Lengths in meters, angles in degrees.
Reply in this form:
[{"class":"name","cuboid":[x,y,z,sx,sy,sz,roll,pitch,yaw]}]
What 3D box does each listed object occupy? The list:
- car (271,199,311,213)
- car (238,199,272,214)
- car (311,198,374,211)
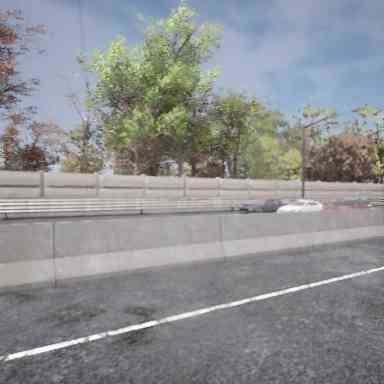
[{"class":"car","cuboid":[8.894,1.372,26.698,4.674,1.442,1.812,0,1,-34]},{"class":"car","cuboid":[6.542,1.346,29.333,5.357,1.411,2.033,0,1,-34]},{"class":"car","cuboid":[11.135,1.245,23.978,4.553,1.767,2.097,0,1,-34]}]
